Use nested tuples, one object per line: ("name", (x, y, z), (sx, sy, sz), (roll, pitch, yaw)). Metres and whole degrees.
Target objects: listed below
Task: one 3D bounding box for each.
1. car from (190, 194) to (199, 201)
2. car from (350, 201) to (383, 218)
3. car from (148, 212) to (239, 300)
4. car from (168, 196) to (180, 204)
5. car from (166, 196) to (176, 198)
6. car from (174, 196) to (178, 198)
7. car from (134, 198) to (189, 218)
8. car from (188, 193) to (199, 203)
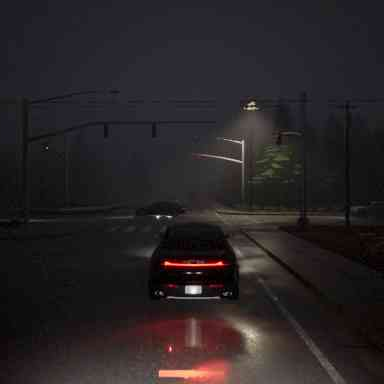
("car", (0.588, 1.355, 80.821), (2.097, 1.767, 4.553), (0, 0, 2))
("car", (16.204, 1.552, 29.487), (4.674, 1.442, 1.812), (0, 0, 1))
("car", (0.050, 1.501, 8.396), (1.837, 1.490, 4.892), (0, 0, 1))
("car", (-3.447, 1.504, 64.103), (1.837, 1.490, 4.892), (0, 0, 1))
("car", (-3.587, 1.600, 44.800), (1.895, 1.301, 4.718), (0, 0, 0))
("car", (-3.562, 1.477, 54.082), (1.882, 1.535, 5.008), (0, 0, 0))
("car", (-2.834, 1.541, 29.847), (4.674, 1.442, 1.812), (0, 0, 1))
("car", (0.314, 1.224, 70.429), (2.150, 2.045, 5.566), (0, 0, 2))
